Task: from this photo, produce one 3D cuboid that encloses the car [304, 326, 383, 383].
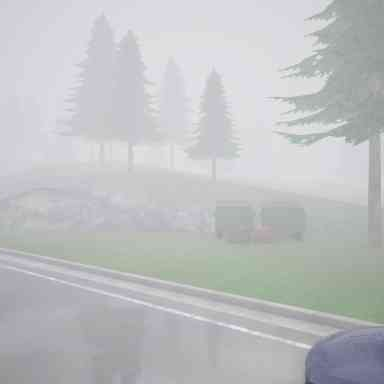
[{"bbox_3d":[3.021,1.526,1.838,4.674,1.442,1.812,0,0,35],"label":"car"}]
